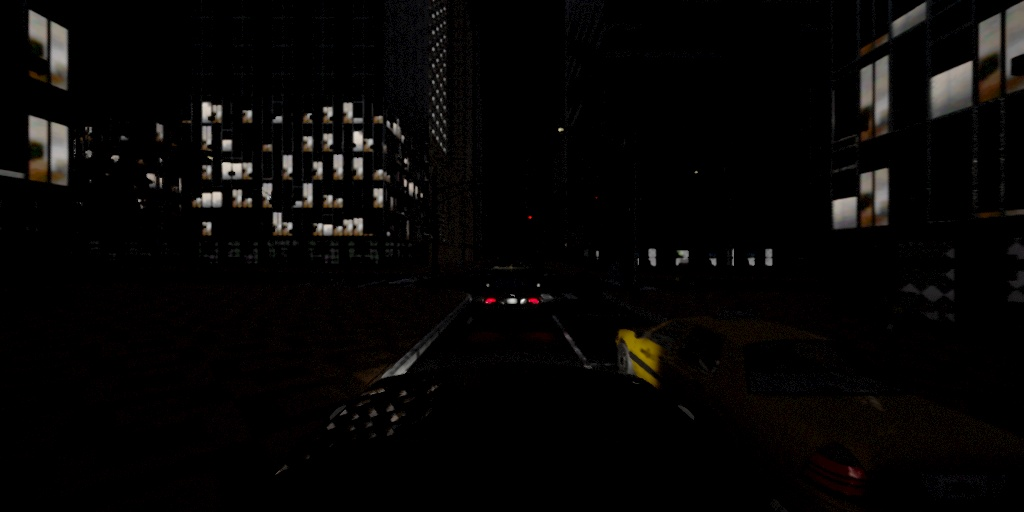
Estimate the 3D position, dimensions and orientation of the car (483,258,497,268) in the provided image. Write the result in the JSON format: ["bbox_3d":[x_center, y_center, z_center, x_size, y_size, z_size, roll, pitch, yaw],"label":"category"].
[{"bbox_3d":[-4.028,1.362,60.771,1.802,1.307,4.207,0,0,0],"label":"car"}]

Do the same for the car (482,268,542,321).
[{"bbox_3d":[0.037,1.301,12.475,2.033,1.411,5.357,0,0,1],"label":"car"}]

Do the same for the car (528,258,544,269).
[{"bbox_3d":[3.927,1.346,55.280,1.948,1.339,4.313,0,0,0],"label":"car"}]

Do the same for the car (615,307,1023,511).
[{"bbox_3d":[2.568,1.276,4.348,1.751,1.417,4.829,0,0,0],"label":"car"}]

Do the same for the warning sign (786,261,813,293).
[{"bbox_3d":[17.283,1.210,21.481,1.060,1.860,1.300,0,0,-3],"label":"warning sign"}]
